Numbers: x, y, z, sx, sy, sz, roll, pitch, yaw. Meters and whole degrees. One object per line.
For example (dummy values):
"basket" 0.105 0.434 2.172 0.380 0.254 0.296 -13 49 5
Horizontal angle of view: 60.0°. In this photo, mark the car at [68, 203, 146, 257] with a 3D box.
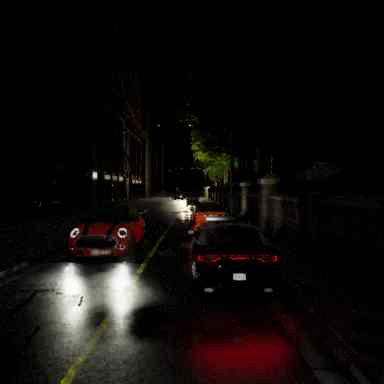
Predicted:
"car" -3.073 1.341 12.848 2.097 1.767 4.553 0 0 0

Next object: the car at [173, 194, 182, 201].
"car" -2.848 1.205 70.836 1.994 1.385 4.181 0 1 0

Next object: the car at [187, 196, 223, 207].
"car" 0.939 1.328 18.821 2.097 1.767 4.553 0 0 0

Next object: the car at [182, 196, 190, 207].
"car" 0.126 1.352 47.818 2.128 1.511 4.902 0 0 1

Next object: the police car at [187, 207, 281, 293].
"police car" 0.918 1.420 8.962 1.930 1.638 5.238 0 0 0

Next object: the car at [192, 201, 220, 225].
"car" 0.952 1.467 24.852 1.837 1.490 4.892 0 0 0
